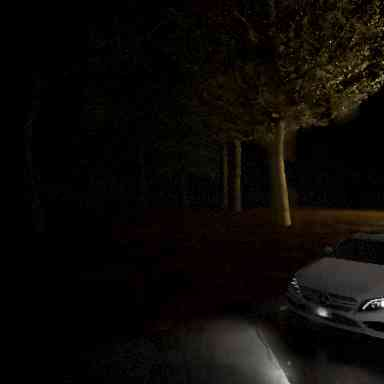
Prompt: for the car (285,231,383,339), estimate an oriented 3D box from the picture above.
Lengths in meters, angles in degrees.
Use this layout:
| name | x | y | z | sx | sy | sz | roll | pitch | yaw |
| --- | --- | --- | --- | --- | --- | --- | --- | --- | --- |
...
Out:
| name | x | y | z | sx | sy | sz | roll | pitch | yaw |
| --- | --- | --- | --- | --- | --- | --- | --- | --- | --- |
| car | 3.772 | 1.538 | 6.477 | 4.674 | 1.442 | 1.812 | 0 | 0 | -39 |
